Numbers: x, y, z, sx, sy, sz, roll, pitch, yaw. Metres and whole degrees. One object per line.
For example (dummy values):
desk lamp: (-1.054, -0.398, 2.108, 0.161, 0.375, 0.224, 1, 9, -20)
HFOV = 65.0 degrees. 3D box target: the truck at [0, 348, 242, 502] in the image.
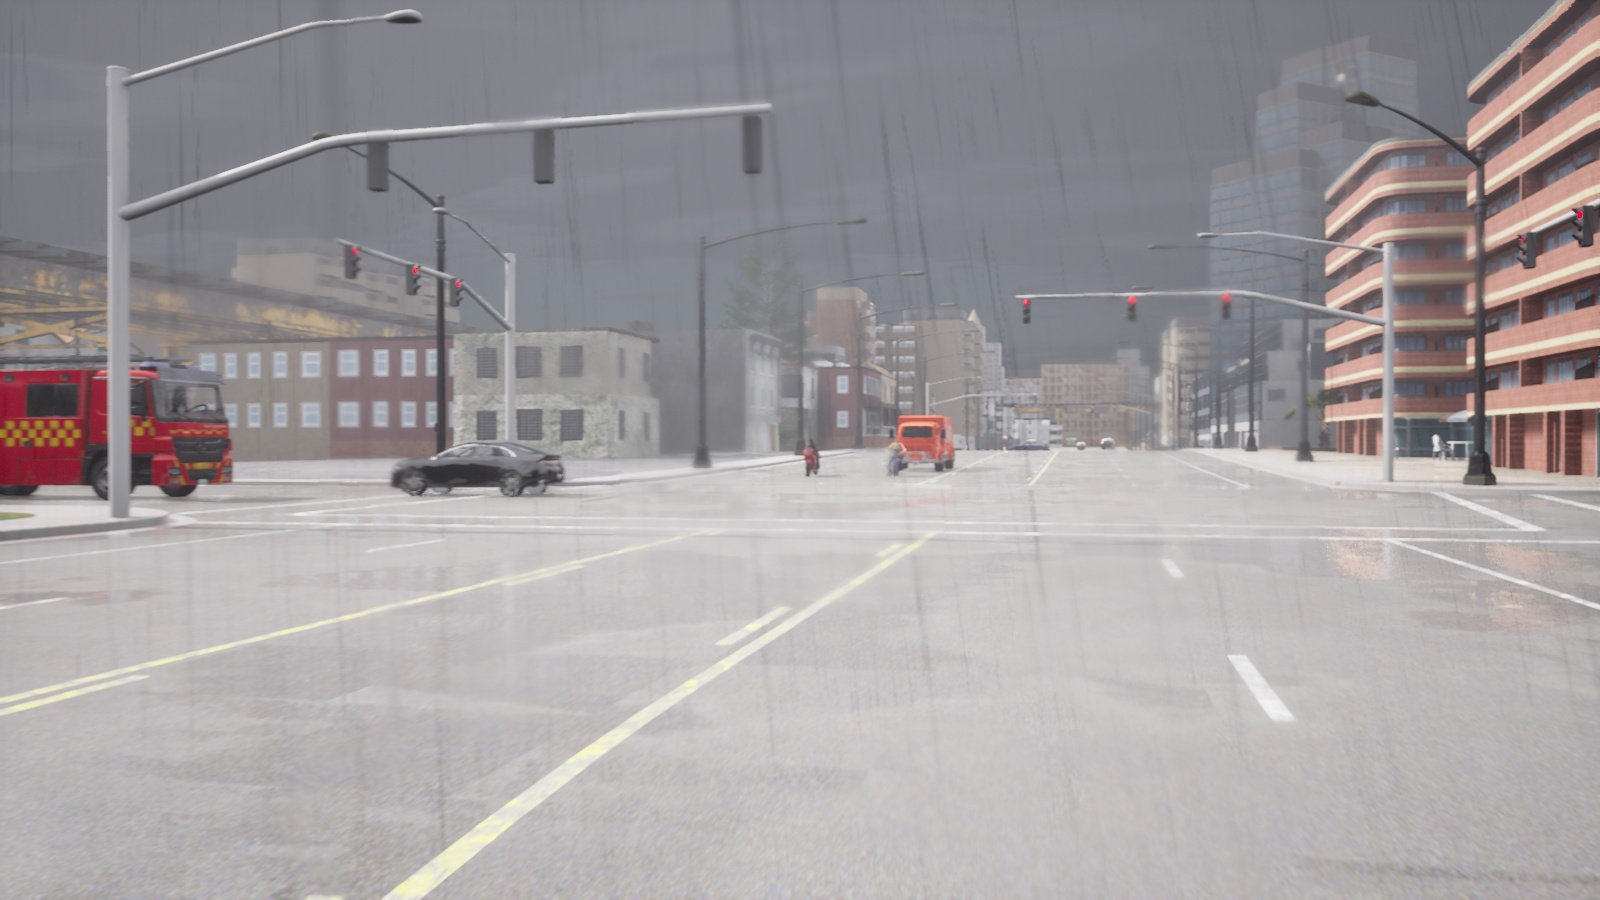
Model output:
truck: (-19.581, -0.648, 33.511, 8.468, 3.827, 2.891, 0, 0, 11)

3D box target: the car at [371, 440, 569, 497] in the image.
car: (-9.145, 0.482, 34.990, 4.902, 1.511, 2.128, 0, 0, 11)

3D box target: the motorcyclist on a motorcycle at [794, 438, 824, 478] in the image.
motorcyclist on a motorcycle: (0.376, 0.309, 50.274, 0.797, 1.523, 2.044, 0, 1, 12)

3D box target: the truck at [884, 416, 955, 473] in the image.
truck: (5.510, -0.304, 57.249, 2.627, 2.467, 5.204, 0, 1, 12)
